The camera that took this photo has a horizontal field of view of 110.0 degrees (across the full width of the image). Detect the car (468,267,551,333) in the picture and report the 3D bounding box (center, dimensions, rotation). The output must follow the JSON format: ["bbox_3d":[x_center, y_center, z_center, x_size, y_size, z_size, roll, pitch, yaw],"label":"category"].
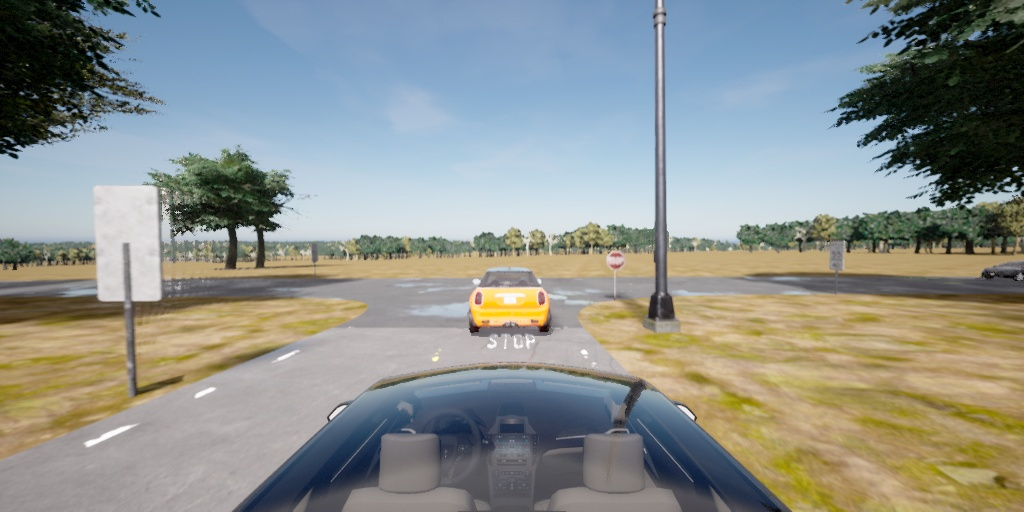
[{"bbox_3d":[-0.140,1.108,10.920,2.097,1.767,4.553,0,0,-3],"label":"car"}]

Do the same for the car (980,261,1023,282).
[{"bbox_3d":[39.487,1.149,27.816,4.892,1.490,1.837,0,2,-3],"label":"car"}]
